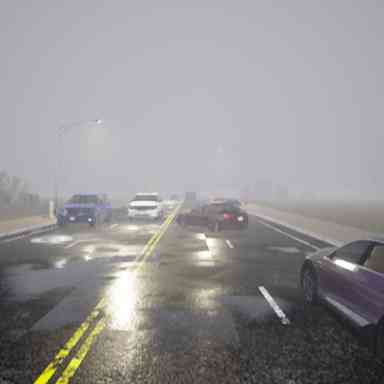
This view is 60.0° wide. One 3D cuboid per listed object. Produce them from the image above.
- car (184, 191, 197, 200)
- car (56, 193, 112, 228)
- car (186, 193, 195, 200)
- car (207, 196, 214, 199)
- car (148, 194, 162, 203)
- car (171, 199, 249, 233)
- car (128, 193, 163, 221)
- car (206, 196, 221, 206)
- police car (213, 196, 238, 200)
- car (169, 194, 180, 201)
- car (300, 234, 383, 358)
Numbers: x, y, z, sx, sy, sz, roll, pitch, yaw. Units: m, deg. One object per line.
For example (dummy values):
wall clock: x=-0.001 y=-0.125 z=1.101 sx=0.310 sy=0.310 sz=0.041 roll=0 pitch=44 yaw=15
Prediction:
car: x=-0.228 y=0.847 z=60.047 sx=2.150 sy=2.045 sz=5.566 roll=0 pitch=1 yaw=0
car: x=-6.684 y=1.094 z=21.269 sx=2.150 sy=2.045 sz=5.566 roll=0 pitch=0 yaw=0
car: x=-0.312 y=1.035 z=78.995 sx=1.994 sy=1.385 sz=4.181 roll=0 pitch=0 yaw=0
car: x=3.099 y=1.226 z=38.209 sx=1.801 sy=1.575 sz=5.366 roll=0 pitch=0 yaw=0
car: x=-6.792 y=1.159 z=61.616 sx=2.033 sy=1.411 sz=5.357 roll=0 pitch=0 yaw=0
car: x=1.063 y=1.392 z=18.874 sx=2.163 sy=1.488 sz=4.792 roll=0 pitch=0 yaw=-37
car: x=-3.450 y=1.069 z=25.621 sx=2.150 sy=2.045 sz=5.566 roll=0 pitch=0 yaw=0
car: x=3.057 y=1.299 z=49.050 sx=1.895 sy=1.301 sz=4.718 roll=0 pitch=0 yaw=0
police car: x=3.144 y=1.345 z=27.021 sx=2.038 sy=1.542 sz=4.974 roll=0 pitch=0 yaw=0
car: x=-3.531 y=1.047 z=67.350 sx=1.882 sy=1.535 sz=5.008 roll=0 pitch=1 yaw=0
car: x=3.231 y=1.402 z=5.020 sx=2.033 sy=1.649 sz=4.856 roll=0 pitch=0 yaw=0
